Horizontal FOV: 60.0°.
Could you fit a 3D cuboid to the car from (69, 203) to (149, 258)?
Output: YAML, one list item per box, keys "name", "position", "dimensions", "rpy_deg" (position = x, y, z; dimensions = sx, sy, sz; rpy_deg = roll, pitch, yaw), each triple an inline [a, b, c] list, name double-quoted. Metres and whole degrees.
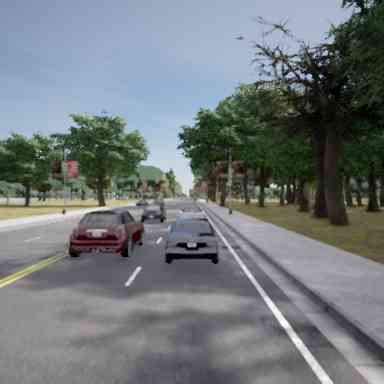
- name: "car"
  position: [-3.231, 1.488, 13.467]
  dimensions: [2.097, 1.767, 4.553]
  rpy_deg: [0, -1, 0]

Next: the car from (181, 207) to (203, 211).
- name: "car"
  position: [0.015, 1.887, 28.289]
  dimensions: [1.895, 1.301, 4.718]
  rpy_deg: [0, -1, 0]

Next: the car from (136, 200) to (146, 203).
- name: "car"
  position: [-9.766, 2.215, 65.396]
  dimensions: [2.033, 1.411, 5.357]
  rpy_deg: [0, -1, 0]

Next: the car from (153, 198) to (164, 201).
- name: "car"
  position: [-6.523, 2.023, 65.450]
  dimensions: [2.097, 1.767, 4.553]
  rpy_deg: [0, -1, 0]

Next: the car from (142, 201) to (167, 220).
- name: "car"
  position: [-3.230, 1.817, 28.918]
  dimensions: [1.812, 1.442, 4.674]
  rpy_deg: [0, 0, 0]

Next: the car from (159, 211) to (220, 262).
- name: "car"
  position: [0.010, 1.676, 12.560]
  dimensions: [2.033, 1.411, 5.357]
  rpy_deg: [0, -1, 0]

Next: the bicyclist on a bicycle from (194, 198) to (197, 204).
- name: "bicyclist on a bicycle"
  position: [0.883, 2.359, 87.007]
  dimensions: [0.582, 1.620, 1.656]
  rpy_deg: [0, -1, 0]
